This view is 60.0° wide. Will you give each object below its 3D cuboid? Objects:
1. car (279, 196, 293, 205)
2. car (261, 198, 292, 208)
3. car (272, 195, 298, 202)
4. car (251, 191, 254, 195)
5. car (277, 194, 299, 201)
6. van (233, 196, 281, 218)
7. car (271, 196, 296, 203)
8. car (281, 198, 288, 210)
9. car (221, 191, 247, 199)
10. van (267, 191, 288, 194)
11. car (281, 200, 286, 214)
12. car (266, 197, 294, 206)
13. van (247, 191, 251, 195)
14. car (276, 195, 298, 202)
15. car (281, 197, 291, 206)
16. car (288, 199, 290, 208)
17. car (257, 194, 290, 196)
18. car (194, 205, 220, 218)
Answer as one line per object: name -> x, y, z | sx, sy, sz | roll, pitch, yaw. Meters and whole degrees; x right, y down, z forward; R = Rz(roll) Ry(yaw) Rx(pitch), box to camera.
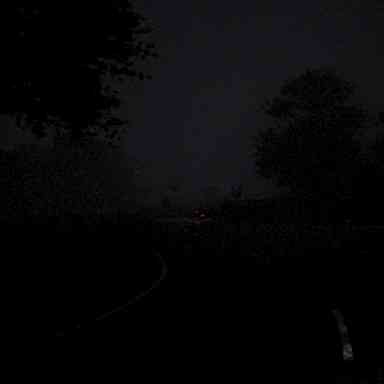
car -> 11.968, 1.782, 49.436 | 5.008, 1.535, 2.097 | 0, 1, 20
car -> 13.874, 1.733, 54.649 | 4.674, 1.452, 2.002 | 0, 1, 20
car -> 20.398, 1.385, 72.949 | 5.366, 1.575, 1.946 | 0, 1, 20
car -> 13.769, 1.181, 92.314 | 5.008, 1.535, 2.097 | 0, 1, 20
car -> 22.492, 1.302, 78.092 | 4.892, 1.521, 2.231 | 0, 1, 20
van -> 7.067, 1.784, 36.452 | 4.442, 1.987, 1.878 | 0, 1, 20
car -> 18.632, 1.504, 67.684 | 4.792, 1.488, 2.163 | 0, 1, 20
car -> 8.918, 1.915, 41.689 | 5.366, 1.575, 1.946 | 0, 1, 20
car -> 9.880, 1.105, 81.794 | 5.566, 2.045, 2.435 | 0, 1, 20
van -> 16.853, 1.335, 62.421 | 4.442, 1.987, 1.878 | 0, 1, 20
car -> 8.163, 1.993, 39.008 | 4.792, 1.488, 2.163 | 0, 1, 20
car -> 15.787, 1.645, 59.861 | 4.674, 1.452, 2.002 | 0, 1, 20
van -> 12.915, 0.998, 89.637 | 4.442, 1.987, 1.878 | 0, 1, 20
car -> 21.557, 1.373, 75.480 | 4.792, 1.488, 2.163 | 0, 1, 20
car -> 11.000, 1.828, 46.835 | 4.892, 1.521, 2.231 | 0, 1, 20
car -> 10.077, 1.902, 44.219 | 4.792, 1.488, 2.163 | 0, 1, 20
car -> 12.947, 1.612, 52.030 | 4.553, 1.767, 2.185 | 0, 1, 20
car -> 1.944, 2.160, 37.245 | 1.895, 1.301, 4.718 | 0, 1, 22
